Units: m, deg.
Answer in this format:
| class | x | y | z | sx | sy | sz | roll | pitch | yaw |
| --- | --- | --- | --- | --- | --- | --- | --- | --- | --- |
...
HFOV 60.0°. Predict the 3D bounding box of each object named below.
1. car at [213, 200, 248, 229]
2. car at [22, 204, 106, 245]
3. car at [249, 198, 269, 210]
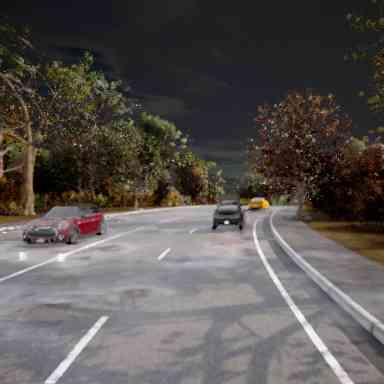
| class | x | y | z | sx | sy | sz | roll | pitch | yaw |
| --- | --- | --- | --- | --- | --- | --- | --- | --- | --- |
| car | 2.463 | 1.498 | 21.532 | 1.837 | 1.490 | 4.892 | -1 | 0 | 11 |
| car | -5.812 | 1.383 | 15.676 | 2.097 | 1.767 | 4.553 | 0 | 0 | 8 |
| car | 8.298 | 1.434 | 41.103 | 1.882 | 1.535 | 5.008 | -1 | 0 | 21 |
